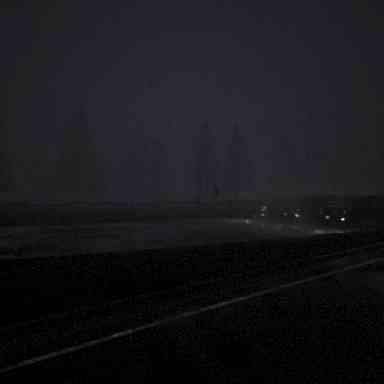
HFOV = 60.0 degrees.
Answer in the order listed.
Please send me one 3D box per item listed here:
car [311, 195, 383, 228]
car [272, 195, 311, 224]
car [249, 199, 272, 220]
[{"bbox_3d":[10.968,1.228,22.367,5.566,2.045,2.150,0,0,-29],"label":"car"},{"bbox_3d":[9.147,1.231,25.355,5.566,2.045,2.150,0,0,-29],"label":"car"},{"bbox_3d":[7.036,1.365,28.205,4.553,1.767,2.097,0,0,-29],"label":"car"}]
